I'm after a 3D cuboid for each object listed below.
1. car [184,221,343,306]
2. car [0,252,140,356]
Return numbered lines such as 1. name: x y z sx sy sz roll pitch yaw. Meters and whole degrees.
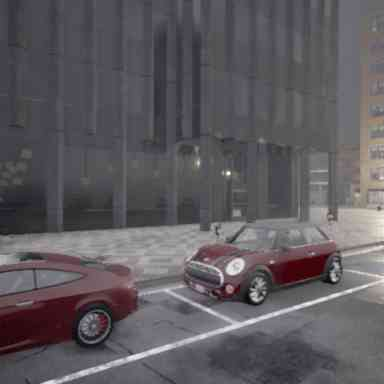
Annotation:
1. car: 1.791 1.479 8.044 4.097 1.590 1.967 0 0 -35
2. car: -2.803 1.585 4.768 4.206 1.307 1.802 0 0 -35
